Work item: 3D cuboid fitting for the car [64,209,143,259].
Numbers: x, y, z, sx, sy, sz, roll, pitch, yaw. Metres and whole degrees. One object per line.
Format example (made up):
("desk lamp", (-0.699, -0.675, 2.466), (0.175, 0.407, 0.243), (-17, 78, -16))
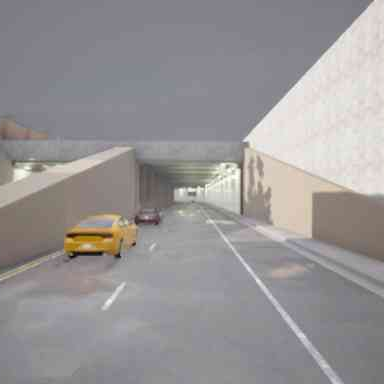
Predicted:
("car", (-3.444, 1.653, 13.446), (1.882, 1.535, 5.008), (0, 0, 0))

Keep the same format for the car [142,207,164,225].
("car", (-3.453, 1.920, 27.328), (1.994, 1.385, 4.181), (0, -1, 1))

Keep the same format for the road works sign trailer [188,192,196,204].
("road works sign trailer", (0.009, 1.666, 92.692), (2.380, 3.560, 2.880), (0, -1, 0))
